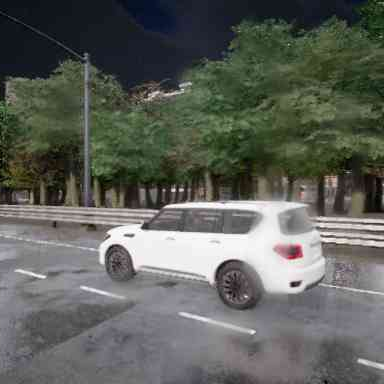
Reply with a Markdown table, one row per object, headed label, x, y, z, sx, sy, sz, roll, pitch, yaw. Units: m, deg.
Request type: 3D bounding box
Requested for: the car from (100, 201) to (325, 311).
| label | x | y | z | sx | sy | sz | roll | pitch | yaw |
| --- | --- | --- | --- | --- | --- | --- | --- | --- | --- |
| car | 0.212 | 1.227 | 8.019 | 5.566 | 2.045 | 2.150 | 0 | 0 | 36 |
